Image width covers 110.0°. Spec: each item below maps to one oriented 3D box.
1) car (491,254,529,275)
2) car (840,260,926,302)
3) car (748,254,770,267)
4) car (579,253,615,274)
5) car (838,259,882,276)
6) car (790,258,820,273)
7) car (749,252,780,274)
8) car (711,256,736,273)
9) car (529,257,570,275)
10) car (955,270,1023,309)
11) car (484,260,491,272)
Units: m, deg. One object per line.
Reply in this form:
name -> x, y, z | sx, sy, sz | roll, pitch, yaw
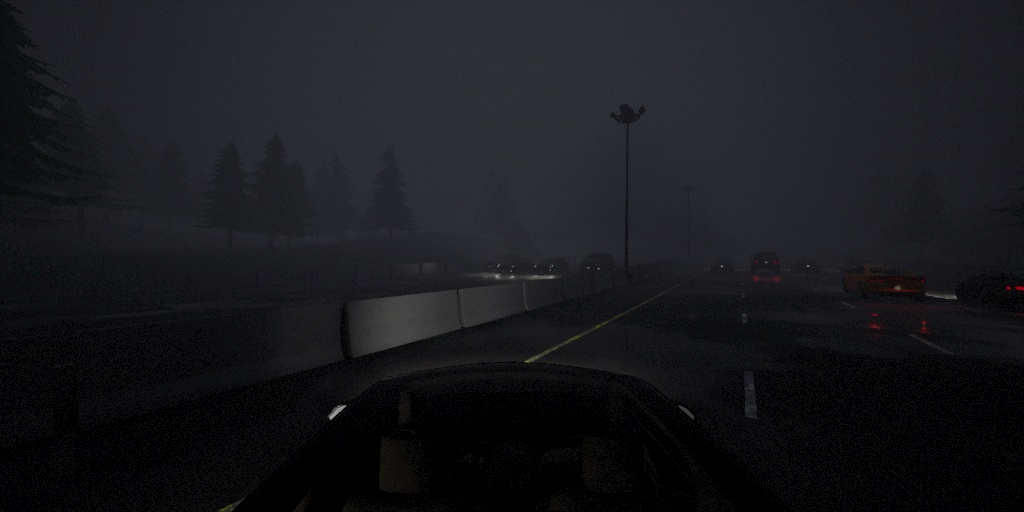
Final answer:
car -> 0.361, 0.917, 36.288 | 2.097, 1.767, 4.553 | 0, 1, 33
car -> 17.174, 1.141, 16.792 | 1.882, 1.535, 5.008 | 0, 1, 32
car -> 32.418, 0.582, 47.238 | 2.128, 1.511, 4.902 | 0, 1, 32
car -> 8.701, 0.737, 36.271 | 2.150, 2.045, 5.566 | 0, 1, 33
car -> 31.181, 0.981, 32.274 | 1.895, 1.301, 4.718 | 0, 1, 32
car -> 29.394, 0.900, 35.984 | 1.994, 1.385, 4.181 | 0, 1, 33
car -> 24.398, 0.627, 34.651 | 2.150, 2.045, 5.566 | 0, 1, 32
car -> 21.818, 0.955, 37.120 | 1.994, 1.385, 4.181 | 0, 1, 33
car -> 3.992, 0.904, 35.458 | 2.097, 1.767, 4.553 | 0, 1, 33
car -> 19.460, 1.240, 13.866 | 1.994, 1.385, 4.181 | 0, 0, 32
car -> -0.894, 0.748, 40.776 | 2.150, 2.045, 5.566 | 0, 0, 33
